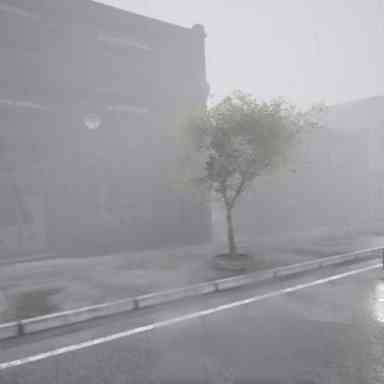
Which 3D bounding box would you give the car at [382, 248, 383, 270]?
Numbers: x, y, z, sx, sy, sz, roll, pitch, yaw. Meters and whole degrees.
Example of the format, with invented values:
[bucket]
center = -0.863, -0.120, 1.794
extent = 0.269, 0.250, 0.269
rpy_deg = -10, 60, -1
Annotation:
[car]
center = 7.161, 1.301, 9.049
extent = 4.553, 1.767, 2.097
rpy_deg = -1, 0, -35
